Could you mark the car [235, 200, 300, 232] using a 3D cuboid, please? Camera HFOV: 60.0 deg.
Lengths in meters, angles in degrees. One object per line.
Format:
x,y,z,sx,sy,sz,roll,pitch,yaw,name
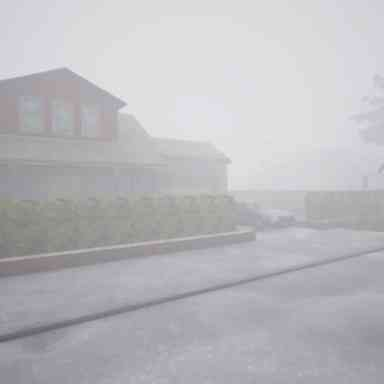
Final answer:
3.000,1.157,17.536,2.033,1.415,5.357,-1,1,-33,car
